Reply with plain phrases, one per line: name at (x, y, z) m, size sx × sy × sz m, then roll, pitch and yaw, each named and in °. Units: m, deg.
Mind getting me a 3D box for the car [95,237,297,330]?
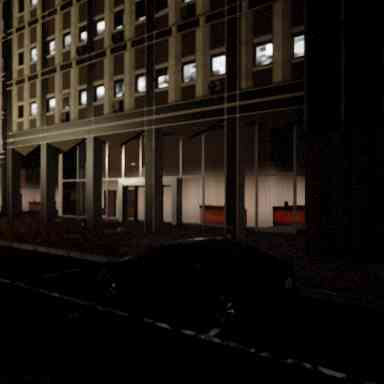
car at (-0.084, 1.597, 6.834) m, size 4.313 × 1.339 × 1.947 m, roll 0°, pitch 0°, yaw 34°
